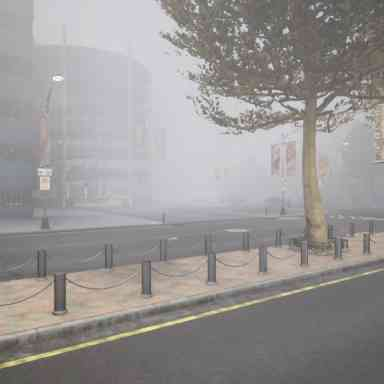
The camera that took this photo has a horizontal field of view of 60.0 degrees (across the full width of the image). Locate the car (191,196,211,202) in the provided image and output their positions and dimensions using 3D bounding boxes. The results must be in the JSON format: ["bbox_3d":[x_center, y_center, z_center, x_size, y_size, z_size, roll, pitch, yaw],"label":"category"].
[{"bbox_3d":[1.967,1.525,73.301,2.128,1.511,4.902,0,0,-44],"label":"car"}]

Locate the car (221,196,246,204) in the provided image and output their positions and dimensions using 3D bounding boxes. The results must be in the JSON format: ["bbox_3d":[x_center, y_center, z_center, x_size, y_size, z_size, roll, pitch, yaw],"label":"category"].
[{"bbox_3d":[8.456,1.478,65.247,1.882,1.535,5.008,0,0,-33],"label":"car"}]

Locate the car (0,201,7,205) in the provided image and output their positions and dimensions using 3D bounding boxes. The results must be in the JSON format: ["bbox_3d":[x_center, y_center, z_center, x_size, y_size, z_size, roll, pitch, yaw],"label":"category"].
[{"bbox_3d":[-20.489,1.320,32.171,4.674,1.452,2.002,0,0,-34],"label":"car"}]

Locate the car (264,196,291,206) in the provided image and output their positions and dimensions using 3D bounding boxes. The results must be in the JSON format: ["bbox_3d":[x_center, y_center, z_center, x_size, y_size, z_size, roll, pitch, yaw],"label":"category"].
[{"bbox_3d":[14.448,1.478,56.264,1.882,1.535,5.008,0,0,-34],"label":"car"}]

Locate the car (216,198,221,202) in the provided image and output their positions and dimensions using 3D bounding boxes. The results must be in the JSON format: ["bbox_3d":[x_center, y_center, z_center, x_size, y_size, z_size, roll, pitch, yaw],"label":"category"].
[{"bbox_3d":[7.342,1.595,72.775,1.895,1.301,4.718,0,0,-40],"label":"car"}]
